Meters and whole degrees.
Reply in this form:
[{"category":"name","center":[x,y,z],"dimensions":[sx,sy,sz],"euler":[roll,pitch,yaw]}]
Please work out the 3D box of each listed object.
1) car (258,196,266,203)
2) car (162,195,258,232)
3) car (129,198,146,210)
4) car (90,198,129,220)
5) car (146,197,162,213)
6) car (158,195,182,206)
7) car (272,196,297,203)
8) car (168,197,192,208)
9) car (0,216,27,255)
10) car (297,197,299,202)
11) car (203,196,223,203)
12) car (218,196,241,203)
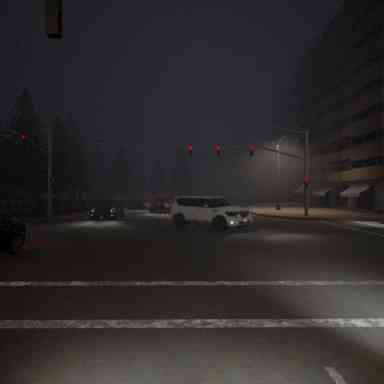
[{"category":"car","center":[13.128,1.477,68.087],"dimensions":[5.008,1.535,1.882],"euler":[0,0,-41]},{"category":"car","center":[0.989,1.243,20.777],"dimensions":[5.566,2.045,2.150],"euler":[0,1,43]},{"category":"car","center":[-6.592,1.525,42.063],"dimensions":[1.812,1.442,4.674],"euler":[0,0,5]},{"category":"car","center":[-7.031,1.377,28.110],"dimensions":[2.097,1.767,4.553],"euler":[0,1,1]},{"category":"car","center":[-3.371,1.352,36.562],"dimensions":[2.097,1.767,4.553],"euler":[0,0,2]},{"category":"car","center":[-3.623,1.351,55.796],"dimensions":[2.097,1.767,4.553],"euler":[0,0,23]},{"category":"car","center":[18.492,1.478,67.600],"dimensions":[5.008,1.535,1.882],"euler":[0,0,-33]},{"category":"car","center":[-1.728,1.491,50.755],"dimensions":[2.128,1.511,4.902],"euler":[0,0,18]},{"category":"car","center":[-7.092,1.494,10.451],"dimensions":[2.128,1.511,4.902],"euler":[0,0,0]},{"category":"car","center":[21.923,1.525,73.615],"dimensions":[4.902,1.511,2.128],"euler":[0,0,-22]},{"category":"car","center":[4.418,1.525,69.365],"dimensions":[1.812,1.442,4.674],"euler":[0,0,42]},{"category":"car","center":[7.693,1.493,67.654],"dimensions":[2.128,1.511,4.902],"euler":[0,0,43]}]
